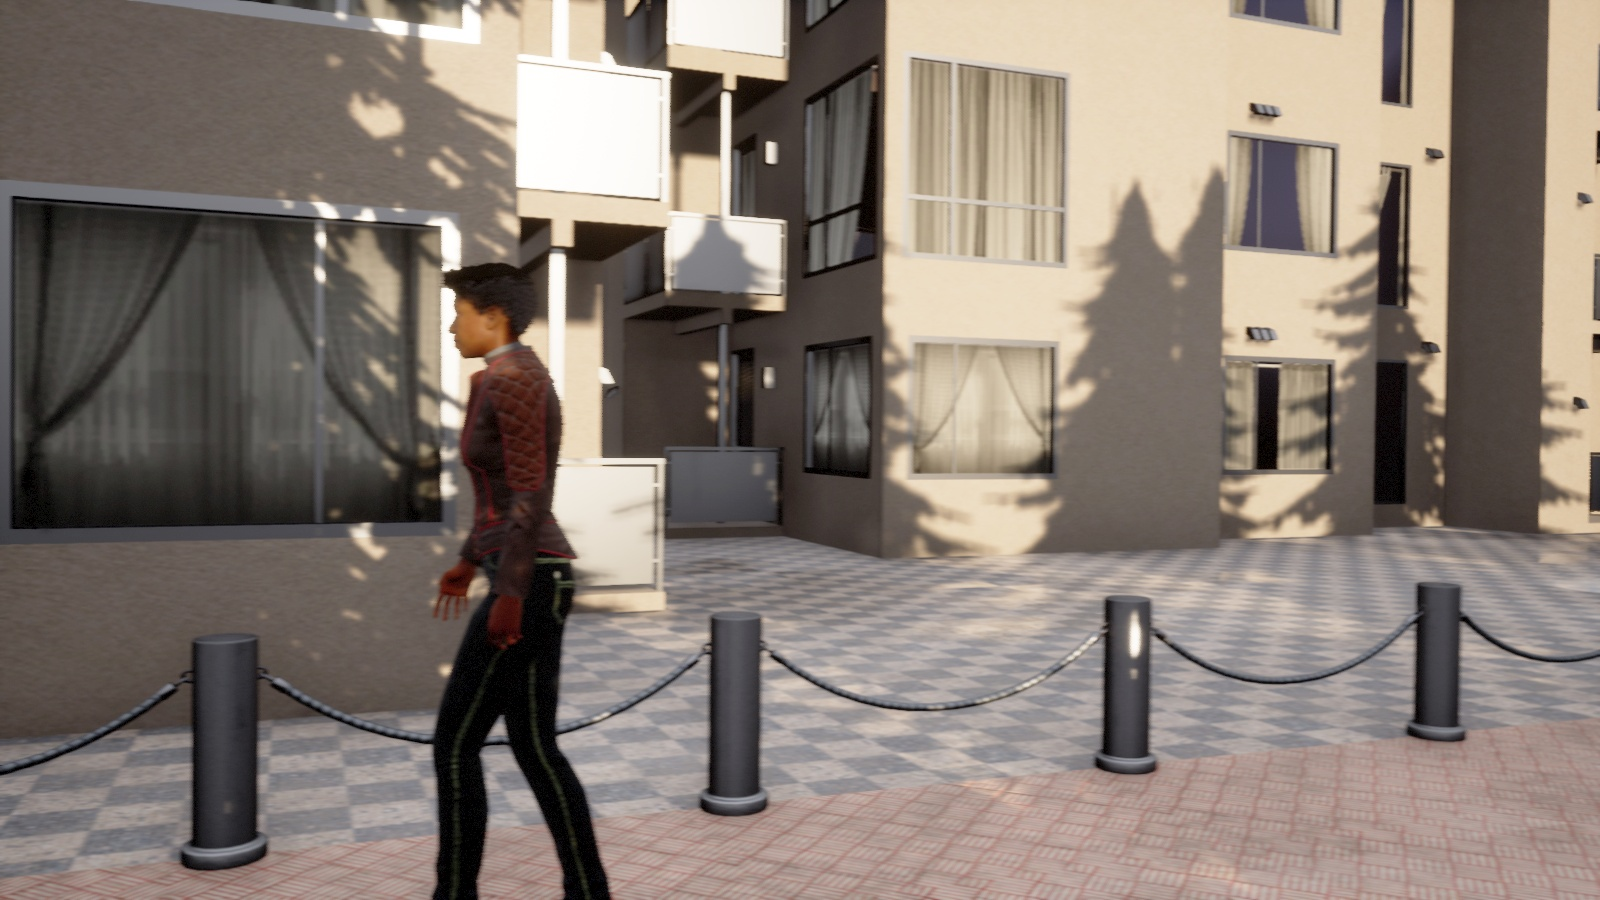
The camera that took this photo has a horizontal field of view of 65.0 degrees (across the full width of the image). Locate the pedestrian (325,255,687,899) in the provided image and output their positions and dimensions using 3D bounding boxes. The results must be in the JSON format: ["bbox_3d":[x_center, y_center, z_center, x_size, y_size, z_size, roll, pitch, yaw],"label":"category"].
[{"bbox_3d":[-0.748,0.413,3.322,0.869,1.805,0.328,-1,1,-7],"label":"pedestrian"}]
